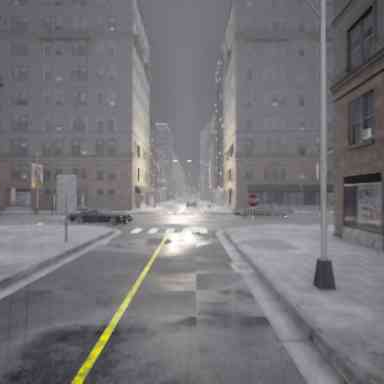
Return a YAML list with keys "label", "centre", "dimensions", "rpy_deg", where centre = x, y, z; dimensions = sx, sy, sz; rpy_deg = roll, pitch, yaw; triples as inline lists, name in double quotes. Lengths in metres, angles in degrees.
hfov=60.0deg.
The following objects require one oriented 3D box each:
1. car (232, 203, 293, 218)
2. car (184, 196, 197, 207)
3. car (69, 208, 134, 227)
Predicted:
- label: "car"
  centre: [6.710, 1.830, 32.856]
  dimensions: [5.357, 1.411, 2.033]
  rpy_deg: [0, 0, 0]
- label: "car"
  centre: [-0.074, 2.069, 62.390]
  dimensions: [2.128, 1.511, 4.902]
  rpy_deg: [0, -1, 0]
- label: "car"
  centre: [-6.721, 1.838, 24.832]
  dimensions: [4.718, 1.301, 1.895]
  rpy_deg: [0, -1, 21]
